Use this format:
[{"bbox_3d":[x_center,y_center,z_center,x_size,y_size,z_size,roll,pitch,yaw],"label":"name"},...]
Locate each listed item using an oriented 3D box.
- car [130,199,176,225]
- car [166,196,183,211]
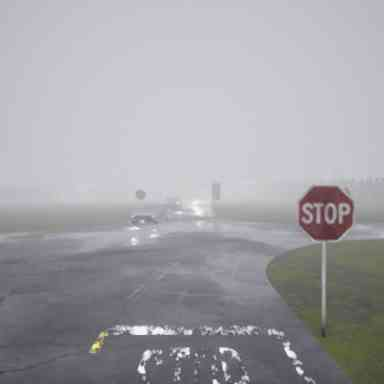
[{"bbox_3d":[-2.782,1.473,23.631,2.033,1.411,5.357,0,0,7],"label":"car"},{"bbox_3d":[-2.186,1.213,37.454,2.097,1.767,4.553,0,0,2],"label":"car"}]
